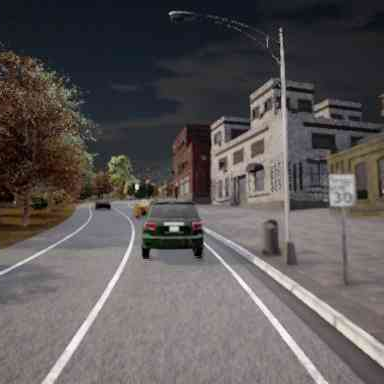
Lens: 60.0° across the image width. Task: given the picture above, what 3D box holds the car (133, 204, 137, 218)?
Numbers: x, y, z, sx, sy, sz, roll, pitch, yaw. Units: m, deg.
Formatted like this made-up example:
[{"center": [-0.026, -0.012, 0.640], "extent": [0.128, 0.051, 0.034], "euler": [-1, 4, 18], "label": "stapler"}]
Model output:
[{"center": [-4.491, 1.627, 31.458], "extent": [1.882, 1.535, 5.008], "euler": [1, 0, -15], "label": "car"}]

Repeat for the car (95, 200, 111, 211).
[{"center": [-11.417, 1.653, 42.645], "extent": [1.895, 1.301, 4.718], "euler": [1, 0, -18], "label": "car"}]

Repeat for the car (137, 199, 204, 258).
[{"center": [-0.870, 1.290, 13.306], "extent": [2.150, 2.045, 5.566], "euler": [0, 0, -6], "label": "car"}]
